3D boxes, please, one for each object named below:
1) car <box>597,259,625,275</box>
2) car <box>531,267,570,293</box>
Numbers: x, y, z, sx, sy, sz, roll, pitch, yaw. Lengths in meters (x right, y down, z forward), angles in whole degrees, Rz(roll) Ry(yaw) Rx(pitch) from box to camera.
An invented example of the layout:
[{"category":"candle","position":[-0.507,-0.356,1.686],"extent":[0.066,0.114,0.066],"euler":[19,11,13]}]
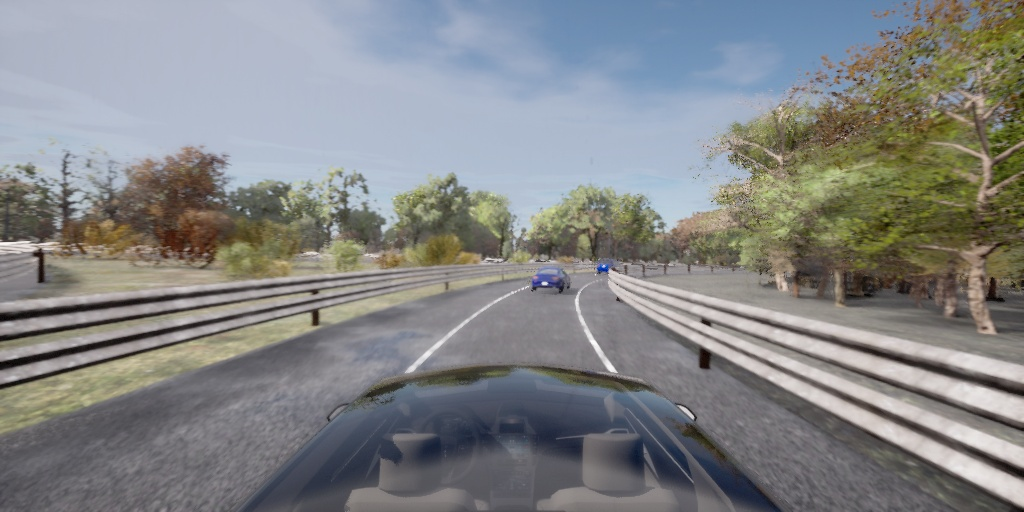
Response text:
[{"category":"car","position":[12.882,1.463,46.546],"extent":[2.150,2.045,5.566],"euler":[1,-1,35]},{"category":"car","position":[2.418,1.365,21.685],"extent":[1.812,1.442,4.674],"euler":[1,-1,16]}]
